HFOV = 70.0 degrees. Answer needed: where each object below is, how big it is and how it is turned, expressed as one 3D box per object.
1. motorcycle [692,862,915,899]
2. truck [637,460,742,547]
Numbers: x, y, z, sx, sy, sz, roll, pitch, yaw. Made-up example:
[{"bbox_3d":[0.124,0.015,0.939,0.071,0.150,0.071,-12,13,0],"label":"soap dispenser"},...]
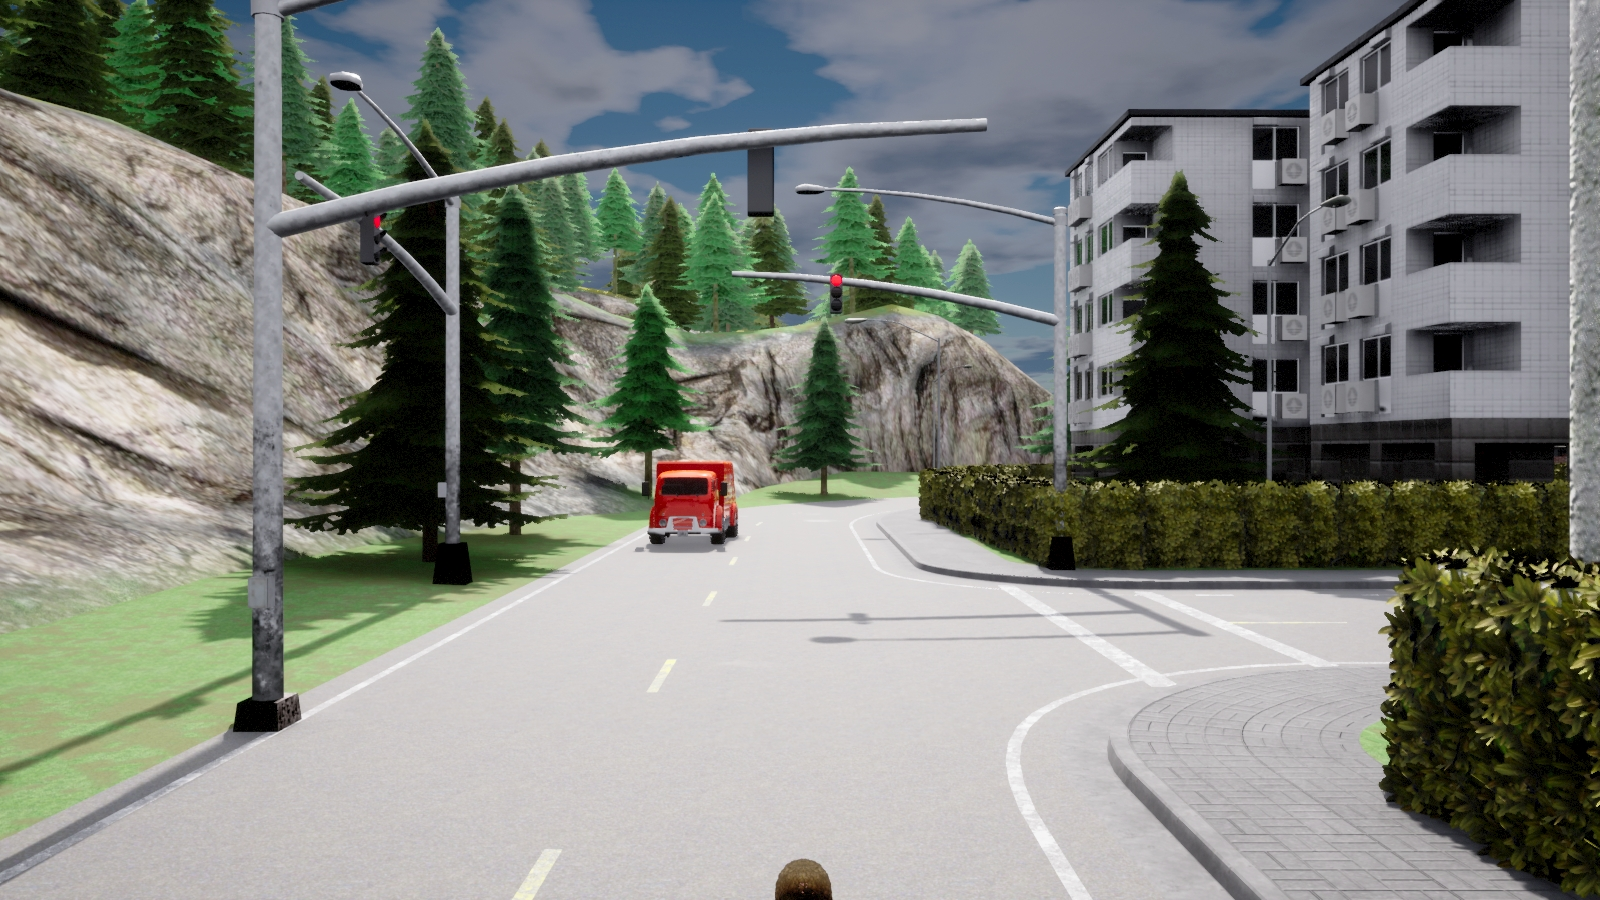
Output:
[{"bbox_3d":[0.010,2.193,3.477,0.803,1.145,2.033,0,0,0],"label":"motorcycle"},{"bbox_3d":[-3.310,1.549,35.370,2.627,2.467,5.204,0,0,1],"label":"truck"}]
